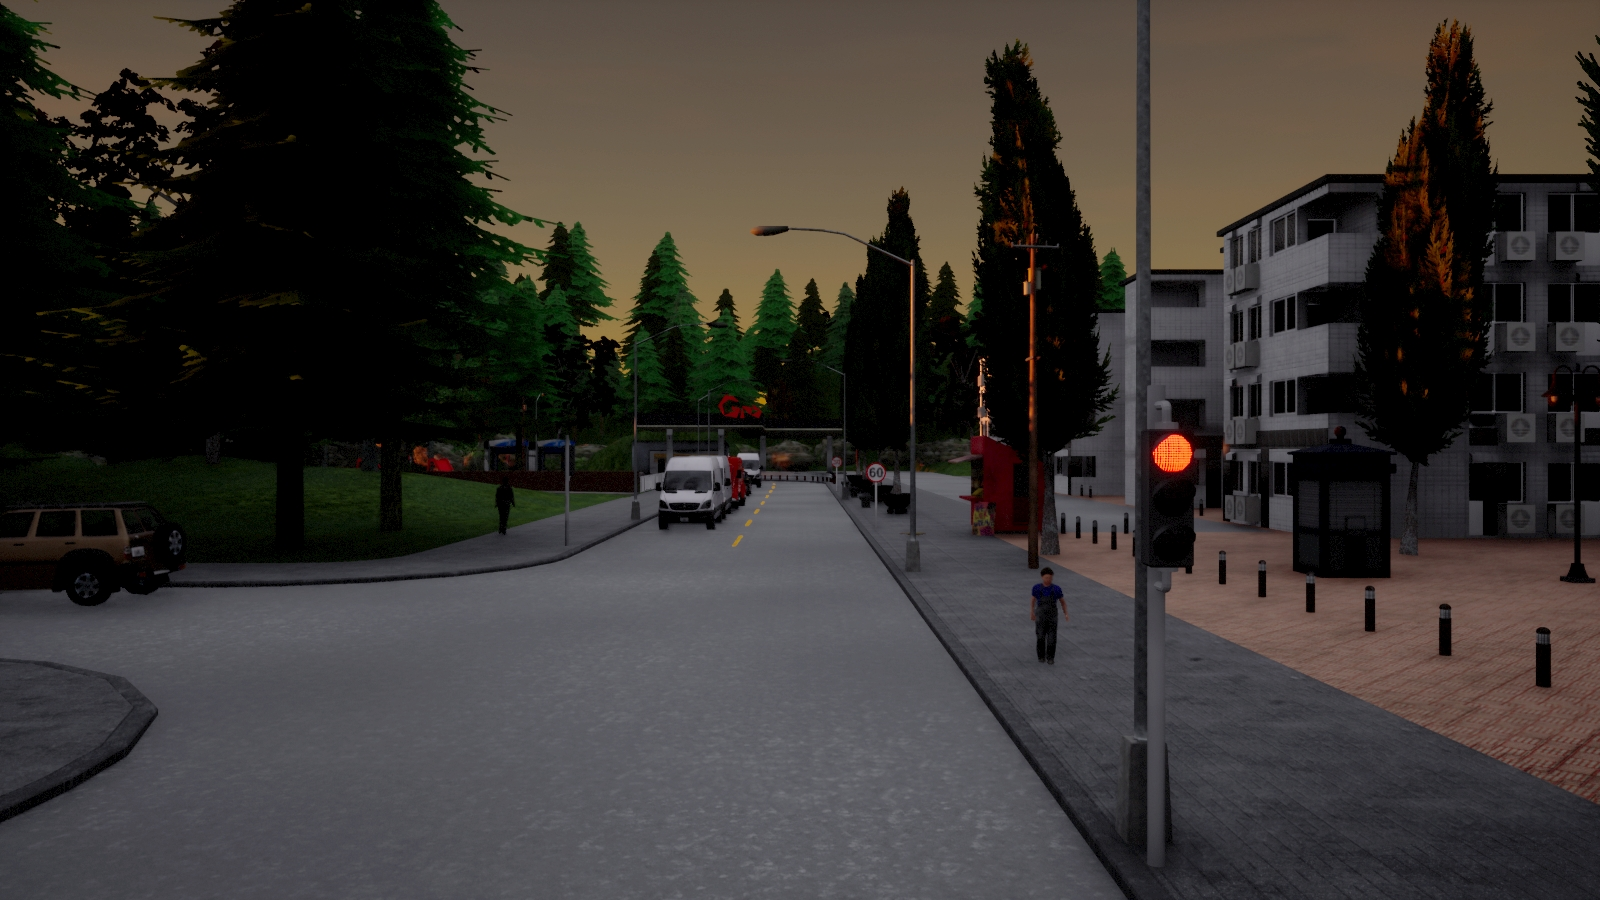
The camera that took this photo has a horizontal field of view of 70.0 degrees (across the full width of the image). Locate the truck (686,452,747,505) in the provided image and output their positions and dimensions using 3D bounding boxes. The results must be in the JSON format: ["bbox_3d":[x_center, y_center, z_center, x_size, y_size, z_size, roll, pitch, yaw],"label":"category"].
[{"bbox_3d":[-3.995,1.339,55.631,2.627,2.467,5.204,0,0,0],"label":"truck"}]

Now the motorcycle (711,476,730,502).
[{"bbox_3d":[-3.975,1.953,57.177,0.856,1.236,1.805,0,0,0],"label":"motorcycle"}]

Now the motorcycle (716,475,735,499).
[{"bbox_3d":[-3.988,1.975,61.268,0.867,1.251,2.209,0,0,0],"label":"motorcycle"}]

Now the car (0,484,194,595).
[{"bbox_3d":[-14.059,1.635,21.141,4.605,1.855,1.932,-1,0,0],"label":"car"}]

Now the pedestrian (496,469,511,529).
[{"bbox_3d":[-9.291,1.519,35.796,0.375,1.860,0.375,0,0,0],"label":"pedestrian"}]

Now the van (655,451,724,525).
[{"bbox_3d":[-4.013,1.307,42.390,1.988,2.561,5.915,0,0,0],"label":"van"}]

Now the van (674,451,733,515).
[{"bbox_3d":[-4.007,1.306,48.327,1.988,2.561,5.915,0,0,0],"label":"van"}]

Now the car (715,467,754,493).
[{"bbox_3d":[-3.975,1.816,70.543,2.128,1.511,4.902,0,0,0],"label":"car"}]

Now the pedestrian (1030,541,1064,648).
[{"bbox_3d":[3.088,1.802,14.322,0.375,1.300,0.375,0,0,5],"label":"pedestrian"}]
